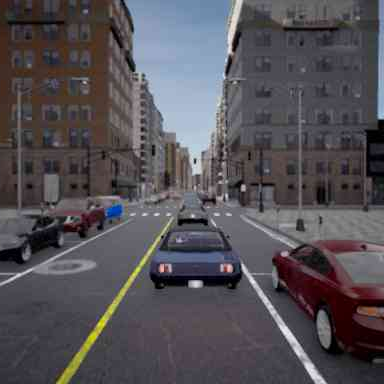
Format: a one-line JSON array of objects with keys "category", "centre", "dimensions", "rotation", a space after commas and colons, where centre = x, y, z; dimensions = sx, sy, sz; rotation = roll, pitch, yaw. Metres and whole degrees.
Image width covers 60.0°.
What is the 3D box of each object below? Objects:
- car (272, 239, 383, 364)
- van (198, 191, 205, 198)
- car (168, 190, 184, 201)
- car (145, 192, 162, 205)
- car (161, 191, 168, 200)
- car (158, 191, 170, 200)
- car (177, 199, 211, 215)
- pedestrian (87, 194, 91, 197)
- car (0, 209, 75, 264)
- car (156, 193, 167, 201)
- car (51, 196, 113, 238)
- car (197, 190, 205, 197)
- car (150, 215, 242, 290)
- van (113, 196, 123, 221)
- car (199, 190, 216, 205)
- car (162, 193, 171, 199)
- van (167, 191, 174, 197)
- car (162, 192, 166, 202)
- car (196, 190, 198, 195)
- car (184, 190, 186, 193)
[{"category": "car", "centre": [2.658, 1.503, 5.895], "dimensions": [1.887, 1.381, 4.507], "rotation": [0, 0, 0]}, {"category": "van", "centre": [2.489, 0.542, 89.420], "dimensions": [1.690, 1.788, 3.998], "rotation": [0, 1, 0]}, {"category": "car", "centre": [-3.145, 0.779, 66.686], "dimensions": [2.097, 1.767, 4.553], "rotation": [0, 0, 0]}, {"category": "car", "centre": [-5.956, 1.115, 49.668], "dimensions": [1.752, 1.417, 4.829], "rotation": [0, 1, 0]}, {"category": "car", "centre": [-5.979, 1.007, 60.978], "dimensions": [1.752, 1.417, 4.829], "rotation": [0, 1, 0]}, {"category": "car", "centre": [-6.002, 0.684, 72.455], "dimensions": [2.192, 1.841, 5.009], "rotation": [0, 1, 0]}, {"category": "car", "centre": [0.053, 1.406, 22.226], "dimensions": [1.994, 1.385, 4.181], "rotation": [0, 0, 0]}, {"category": "pedestrian", "centre": [-12.632, 0.809, 40.772], "dimensions": [0.375, 1.860, 0.375], "rotation": [0, 0, 1]}, {"category": "car", "centre": [-5.879, 1.484, 11.542], "dimensions": [1.947, 1.339, 4.313], "rotation": [0, 0, 0]}, {"category": "car", "centre": [-5.991, 0.952, 66.632], "dimensions": [1.752, 1.417, 4.829], "rotation": [0, 1, 0]}, {"category": "car", "centre": [-5.891, 1.193, 17.181], "dimensions": [2.192, 1.841, 5.009], "rotation": [0, 0, 0]}, {"category": "car", "centre": [2.477, 0.459, 95.077], "dimensions": [2.192, 1.841, 5.009], "rotation": [0, 1, 0]}, {"category": "car", "centre": [0.082, 1.538, 8.864], "dimensions": [1.895, 1.301, 4.718], "rotation": [0, 0, 0]}, {"category": "van", "centre": [-5.902, 1.178, 22.822], "dimensions": [1.690, 1.788, 3.998], "rotation": [0, 0, 0]}, {"category": "car", "centre": [2.570, 0.904, 49.826], "dimensions": [2.192, 1.841, 5.009], "rotation": [0, 1, 0]}, {"category": "car", "centre": [-6.014, 0.895, 78.112], "dimensions": [1.802, 1.307, 4.206], "rotation": [0, 1, 0]}, {"category": "van", "centre": [-6.048, 0.484, 95.074], "dimensions": [1.690, 1.788, 3.998], "rotation": [0, 1, 0]}, {"category": "car", "centre": [-5.968, 1.100, 55.494], "dimensions": [1.947, 1.339, 4.313], "rotation": [0, 1, 0]}, {"category": "car", "centre": [2.511, 0.838, 78.280], "dimensions": [1.752, 1.417, 4.829], "rotation": [0, 1, 0]}, {"category": "car", "centre": [-3.166, 0.764, 82.073], "dimensions": [1.837, 1.490, 4.892], "rotation": [0, 1, 0]}]
